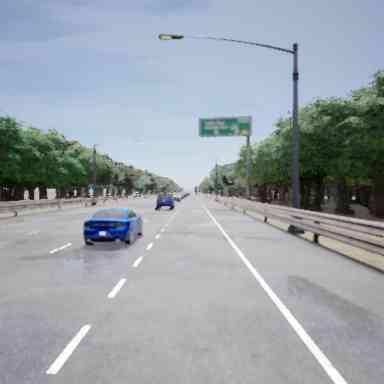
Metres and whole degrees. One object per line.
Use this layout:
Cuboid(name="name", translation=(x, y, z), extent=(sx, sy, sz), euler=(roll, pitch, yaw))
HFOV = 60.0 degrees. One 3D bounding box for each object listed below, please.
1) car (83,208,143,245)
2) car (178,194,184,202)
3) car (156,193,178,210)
Cuboid(name="car", translation=(-3.490, 1.476, 15.475), extent=(1.882, 1.535, 5.008), euler=(0, 0, 0))
Cuboid(name="car", translation=(-3.337, 1.552, 74.592), extent=(1.895, 1.301, 4.718), euler=(0, 0, 0))
Cuboid(name="car", translation=(-3.424, 1.200, 43.425), extent=(2.150, 2.045, 5.566), euler=(0, 0, 0))
